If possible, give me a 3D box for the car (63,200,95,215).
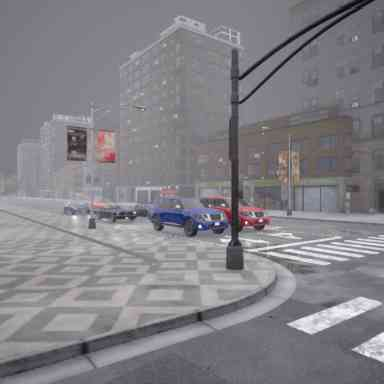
[{"bbox_3d":[-12.399,1.652,35.666,1.812,1.442,4.674,0,0,-36],"label":"car"}]

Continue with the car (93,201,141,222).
[{"bbox_3d":[-6.285,1.694,27.242,1.895,1.301,4.718,0,0,-36],"label":"car"}]

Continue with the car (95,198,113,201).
[{"bbox_3d":[-9.770,1.478,37.582,2.097,1.767,4.553,0,0,-36],"label":"car"}]

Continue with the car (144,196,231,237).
[{"bbox_3d":[-0.347,1.277,19.089,2.150,2.045,5.566,0,0,-36],"label":"car"}]

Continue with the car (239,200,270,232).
[{"bbox_3d":[2.266,1.277,21.021,2.150,2.045,5.566,0,0,-36],"label":"car"}]

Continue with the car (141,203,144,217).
[{"bbox_3d":[-3.767,1.641,29.315,2.033,1.411,5.357,0,0,-36],"label":"car"}]
